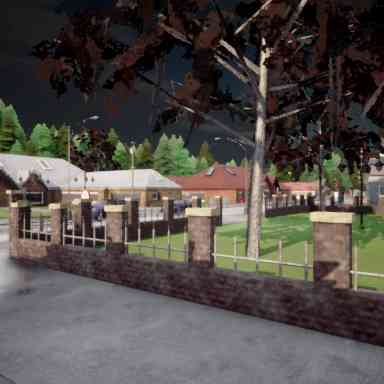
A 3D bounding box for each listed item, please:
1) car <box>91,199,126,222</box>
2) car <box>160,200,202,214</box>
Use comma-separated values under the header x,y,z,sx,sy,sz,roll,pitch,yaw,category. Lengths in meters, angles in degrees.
x,y,z,sx,sy,sz,roll,pitch,yaw,category
-6.971,1.352,26.887,2.097,1.767,4.553,0,0,36,car
-1.020,1.547,35.197,2.033,1.411,5.357,0,0,36,car
